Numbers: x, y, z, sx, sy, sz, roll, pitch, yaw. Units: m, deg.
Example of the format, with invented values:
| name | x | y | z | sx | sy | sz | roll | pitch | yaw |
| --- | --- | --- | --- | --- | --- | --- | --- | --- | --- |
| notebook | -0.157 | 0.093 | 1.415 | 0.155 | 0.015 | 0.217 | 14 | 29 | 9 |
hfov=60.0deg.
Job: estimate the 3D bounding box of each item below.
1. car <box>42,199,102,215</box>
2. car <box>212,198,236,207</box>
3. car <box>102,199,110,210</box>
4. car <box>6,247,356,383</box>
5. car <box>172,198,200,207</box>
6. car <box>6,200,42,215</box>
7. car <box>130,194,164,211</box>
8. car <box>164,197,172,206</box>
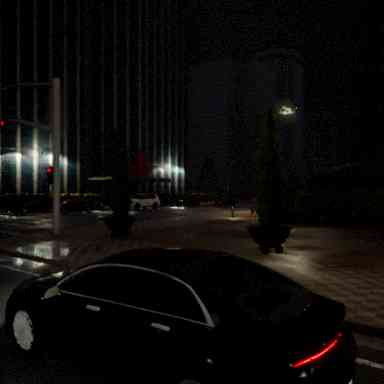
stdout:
| name | x | y | z | sx | sy | sz | roll | pitch | yaw |
| --- | --- | --- | --- | --- | --- | --- | --- | --- | --- |
| car | -12.112 | 1.497 | 33.811 | 2.128 | 1.511 | 4.902 | 0 | 0 | 35 |
| car | 5.063 | 1.607 | 51.946 | 1.895 | 1.301 | 4.718 | 0 | 0 | 35 |
| car | -10.434 | 1.511 | 42.322 | 1.837 | 1.490 | 4.892 | 0 | 0 | 35 |
| car | -0.567 | 1.506 | 4.396 | 4.892 | 1.490 | 1.837 | 0 | 0 | 35 |
| car | -0.635 | 1.570 | 50.215 | 1.994 | 1.385 | 4.181 | 0 | 0 | 35 |
| car | -16.061 | 1.553 | 34.263 | 2.033 | 1.411 | 5.357 | 0 | 0 | 35 |
| car | -6.415 | 1.227 | 41.963 | 2.150 | 2.045 | 5.566 | 0 | 0 | 35 |
| car | -4.455 | 1.498 | 50.865 | 2.128 | 1.511 | 4.902 | 0 | 0 | 35 |
